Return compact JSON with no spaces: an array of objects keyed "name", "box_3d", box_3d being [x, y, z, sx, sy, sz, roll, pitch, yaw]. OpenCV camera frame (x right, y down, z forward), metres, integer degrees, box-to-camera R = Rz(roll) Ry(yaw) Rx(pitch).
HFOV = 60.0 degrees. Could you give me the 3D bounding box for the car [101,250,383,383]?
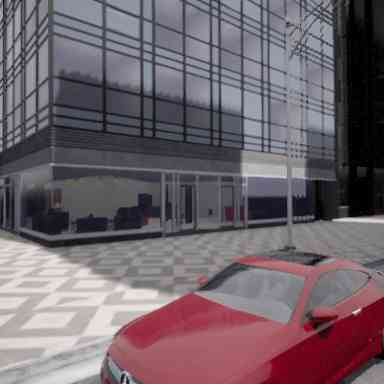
[{"name":"car","box_3d":[1.164,1.583,4.374,4.674,1.442,1.812,0,-1,-41]}]
